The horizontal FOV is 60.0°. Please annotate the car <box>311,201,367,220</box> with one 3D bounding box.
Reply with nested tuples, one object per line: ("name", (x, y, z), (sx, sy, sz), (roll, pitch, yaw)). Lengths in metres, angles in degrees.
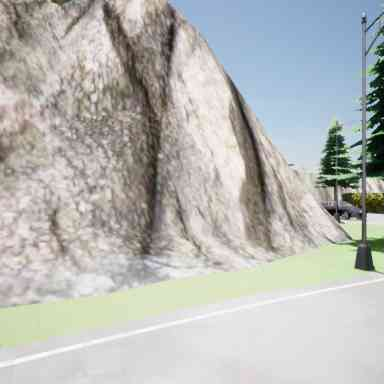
("car", (12.383, 1.491, 28.311), (2.128, 1.511, 4.902), (0, 0, -26))
